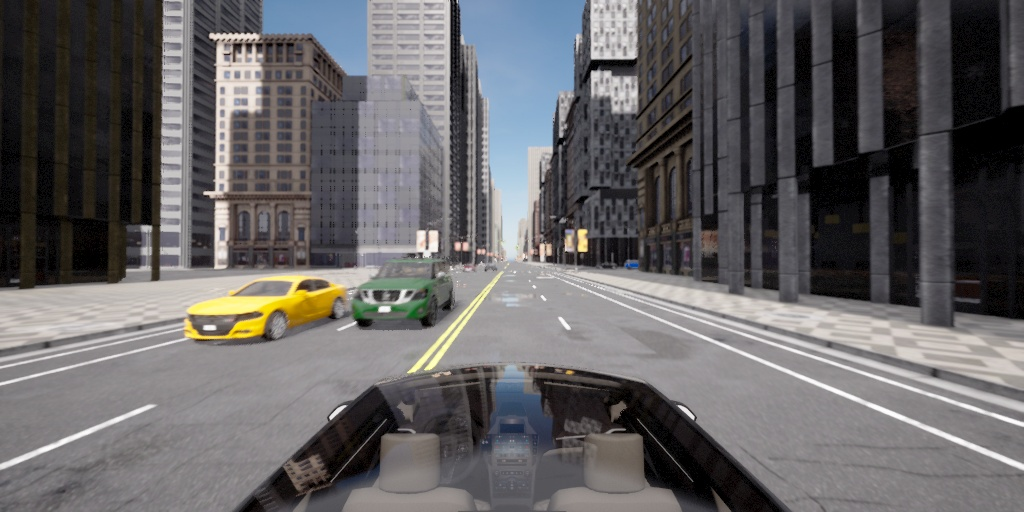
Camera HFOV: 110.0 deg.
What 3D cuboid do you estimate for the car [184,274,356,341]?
[{"bbox_3d":[-6.602,1.312,10.333,1.882,1.535,5.008,0,-1,0],"label":"car"}]

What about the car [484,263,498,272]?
[{"bbox_3d":[-3.255,1.747,55.999,1.994,1.385,4.181,0,-1,0],"label":"car"}]

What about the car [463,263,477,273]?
[{"bbox_3d":[-6.505,1.847,55.998,1.812,1.442,4.674,0,-1,0],"label":"car"}]

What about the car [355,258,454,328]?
[{"bbox_3d":[-3.352,1.074,12.205,2.150,2.045,5.566,0,-1,0],"label":"car"}]

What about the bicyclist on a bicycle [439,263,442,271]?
[{"bbox_3d":[-8.755,1.605,43.624,0.866,1.612,1.509,0,-2,0],"label":"bicyclist on a bicycle"}]
